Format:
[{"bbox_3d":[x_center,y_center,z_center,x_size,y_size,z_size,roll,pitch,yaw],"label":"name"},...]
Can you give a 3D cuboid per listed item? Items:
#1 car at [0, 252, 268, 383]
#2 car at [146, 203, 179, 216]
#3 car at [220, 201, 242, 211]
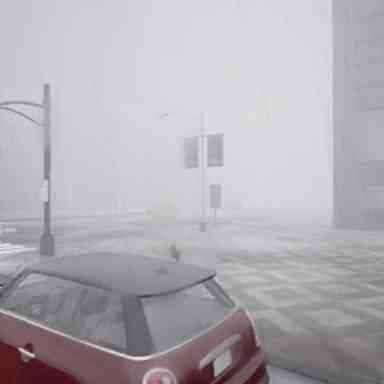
[{"bbox_3d":[-1.324,1.457,3.908,4.097,1.590,1.967,0,0,36],"label":"car"},{"bbox_3d":[-3.589,2.090,41.047,1.882,1.535,5.008,0,-1,35],"label":"car"},{"bbox_3d":[6.569,2.232,55.269,2.097,1.767,4.553,0,-1,35],"label":"car"}]
